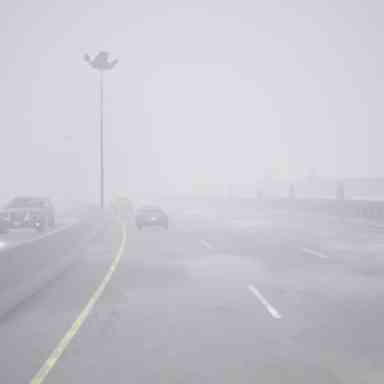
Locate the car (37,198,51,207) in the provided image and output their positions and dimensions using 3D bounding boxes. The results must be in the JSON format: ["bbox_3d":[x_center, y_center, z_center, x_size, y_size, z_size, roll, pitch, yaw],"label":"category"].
[{"bbox_3d":[-25.154,1.696,56.624,1.994,1.385,4.181,-1,0,-26],"label":"car"}]

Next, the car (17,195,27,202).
[{"bbox_3d":[-38.250,1.378,74.709,1.882,1.535,5.008,-1,-1,-27],"label":"car"}]

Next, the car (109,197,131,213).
[{"bbox_3d":[-8.191,1.367,38.182,2.097,1.767,4.553,-1,0,-23],"label":"car"}]

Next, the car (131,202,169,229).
[{"bbox_3d":[-2.750,1.561,21.835,1.994,1.385,4.181,0,0,-13],"label":"car"}]

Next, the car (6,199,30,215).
[{"bbox_3d":[-19.199,1.603,36.791,2.128,1.511,4.902,-1,0,-25],"label":"car"}]

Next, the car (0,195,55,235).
[{"bbox_3d":[-9.568,1.264,19.680,2.150,2.045,5.566,0,0,-14],"label":"car"}]
